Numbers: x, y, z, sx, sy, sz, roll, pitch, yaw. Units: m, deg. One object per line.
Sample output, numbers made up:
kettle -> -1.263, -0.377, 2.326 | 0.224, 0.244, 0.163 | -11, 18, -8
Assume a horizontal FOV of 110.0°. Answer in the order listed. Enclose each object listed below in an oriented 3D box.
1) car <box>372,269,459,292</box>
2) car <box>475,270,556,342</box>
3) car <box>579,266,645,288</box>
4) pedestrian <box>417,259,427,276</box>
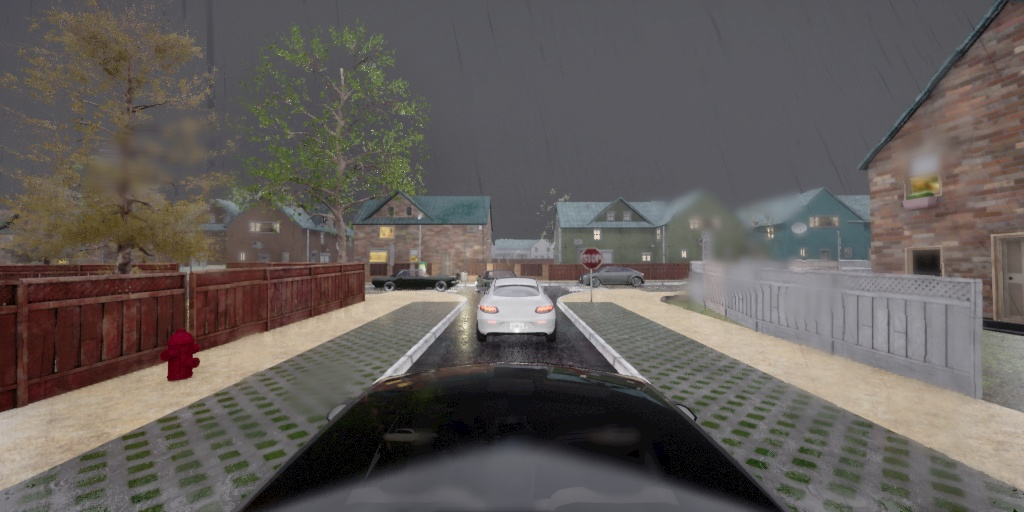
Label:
car -> -5.496, 1.416, 20.913 | 4.718, 1.301, 1.895 | -1, -1, 1
car -> 0.097, 1.279, 9.713 | 1.812, 1.442, 4.674 | 0, 0, 0
car -> 6.523, 1.344, 23.712 | 4.181, 1.385, 1.994 | 0, -1, 1
pedestrian -> -6.718, 1.119, 26.797 | 0.375, 1.860, 0.375 | 0, -1, 1
